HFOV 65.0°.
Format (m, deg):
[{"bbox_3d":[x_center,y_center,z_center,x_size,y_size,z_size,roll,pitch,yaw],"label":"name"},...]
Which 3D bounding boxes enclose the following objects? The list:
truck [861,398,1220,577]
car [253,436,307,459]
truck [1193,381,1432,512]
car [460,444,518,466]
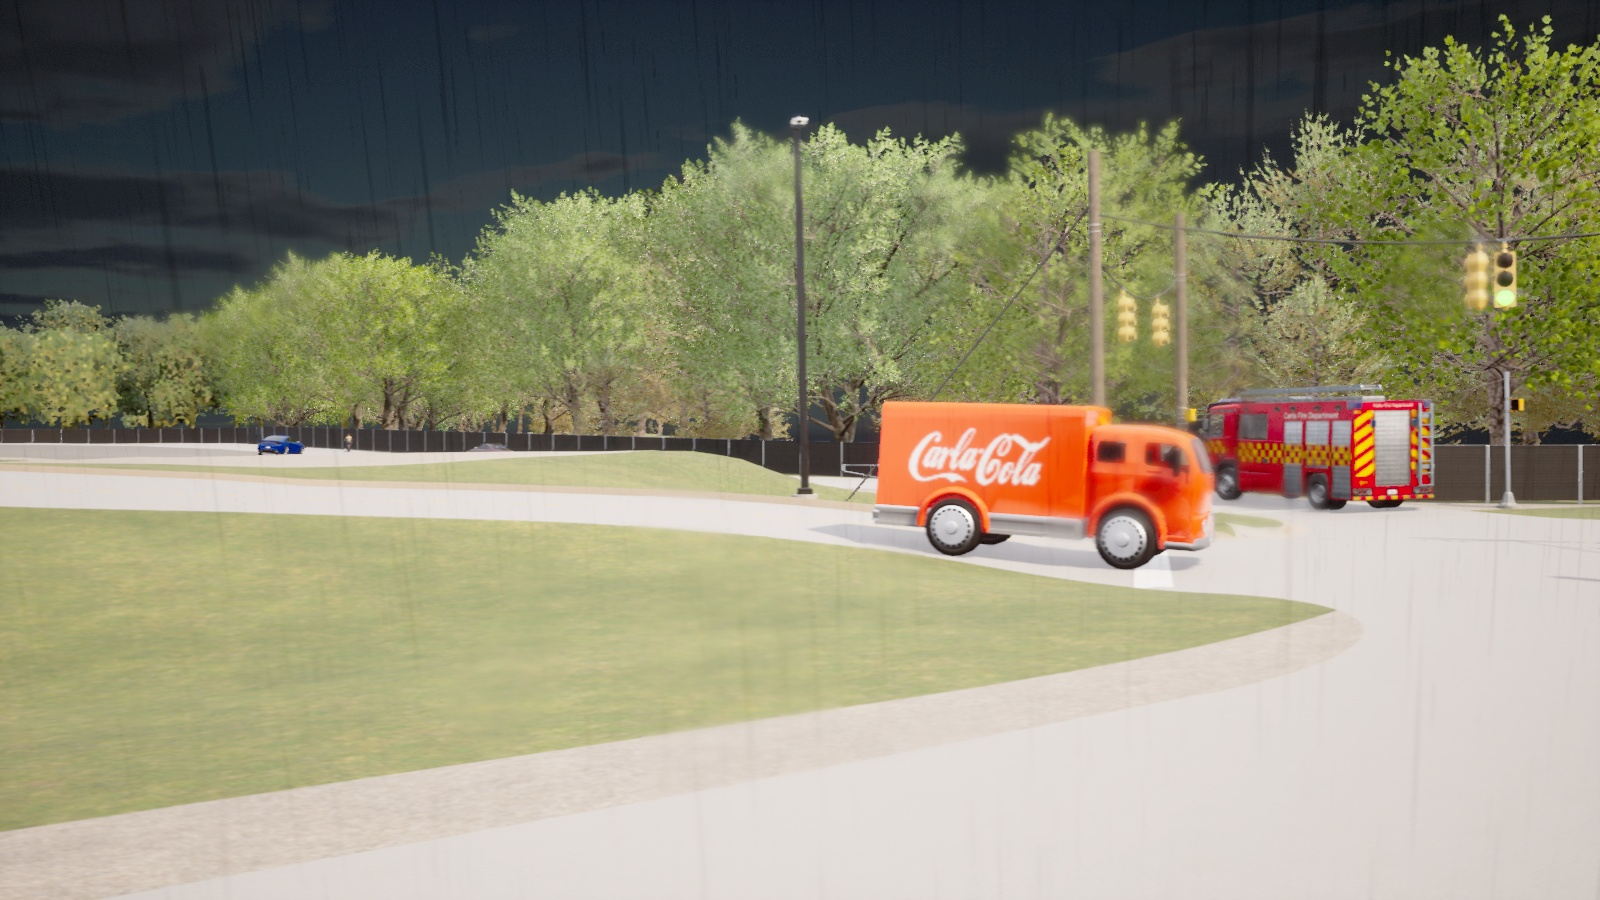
[{"bbox_3d":[3.940,0.478,20.496,5.204,2.467,2.627,3,2,24],"label":"truck"},{"bbox_3d":[-37.970,-0.149,91.828,1.882,1.535,5.008,2,-1,-1],"label":"car"},{"bbox_3d":[16.566,-0.195,41.502,2.891,3.827,8.468,-2,1,-13],"label":"truck"},{"bbox_3d":[-21.718,0.309,87.639,4.181,1.385,1.994,2,3,44],"label":"car"}]
